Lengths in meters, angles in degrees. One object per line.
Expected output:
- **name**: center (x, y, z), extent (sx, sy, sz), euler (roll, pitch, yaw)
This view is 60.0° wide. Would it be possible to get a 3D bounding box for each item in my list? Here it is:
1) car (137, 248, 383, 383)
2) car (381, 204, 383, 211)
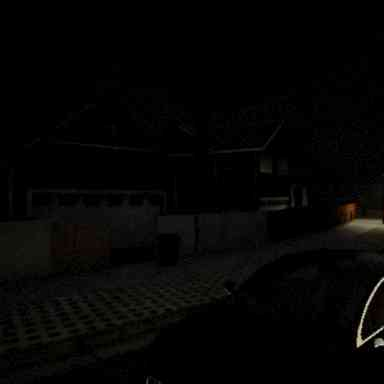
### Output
- **car**: center (1.676, 1.548, 4.054), extent (4.892, 1.490, 1.837), euler (1, 0, -40)
- **car**: center (28.706, 2.093, 47.589), extent (1.812, 1.442, 4.674), euler (0, -1, 10)
